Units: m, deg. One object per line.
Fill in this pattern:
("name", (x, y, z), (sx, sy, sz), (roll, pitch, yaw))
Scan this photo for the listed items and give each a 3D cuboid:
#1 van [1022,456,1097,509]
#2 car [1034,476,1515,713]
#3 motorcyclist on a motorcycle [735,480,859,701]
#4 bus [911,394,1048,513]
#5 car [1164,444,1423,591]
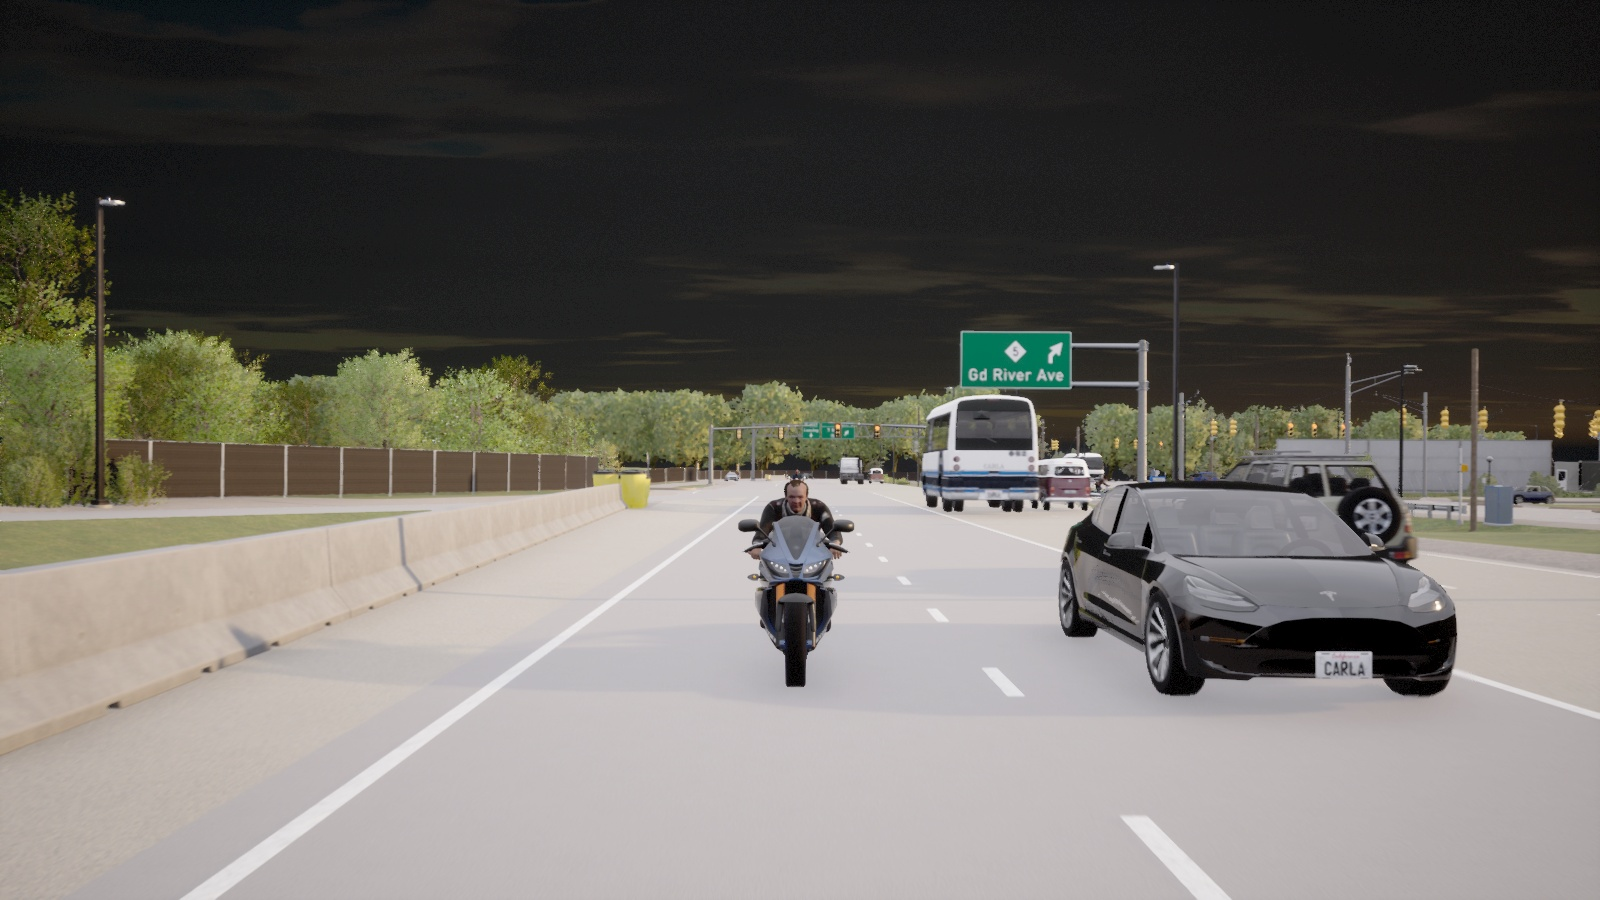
("van", (10.381, 1.289, 50.497), (2.069, 2.038, 4.480), (0, -1, 0))
("car", (3.476, 0.970, 10.419), (2.163, 1.488, 4.792), (0, -1, 0))
("motorcyclist on a motorcycle", (-0.023, 1.011, 9.912), (0.866, 1.530, 2.191), (0, -1, 0))
("bus", (6.878, 0.199, 50.115), (3.944, 4.253, 10.273), (0, -1, 0))
("car", (6.957, 0.896, 18.298), (1.932, 1.855, 4.605), (0, -1, 0))
